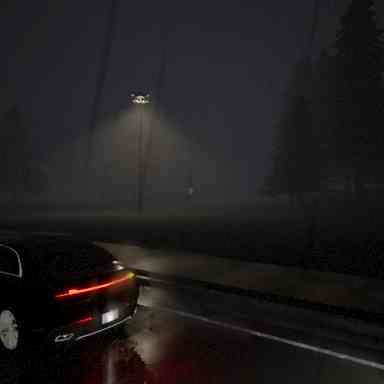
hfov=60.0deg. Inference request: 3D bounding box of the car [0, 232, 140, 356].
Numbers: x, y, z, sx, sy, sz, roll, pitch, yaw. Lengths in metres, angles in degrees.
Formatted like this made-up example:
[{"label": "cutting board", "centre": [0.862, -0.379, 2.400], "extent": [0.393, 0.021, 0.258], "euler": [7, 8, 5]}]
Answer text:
[{"label": "car", "centre": [-3.123, 1.505, 6.101], "extent": [4.892, 1.490, 1.837], "euler": [0, 0, 36]}]
